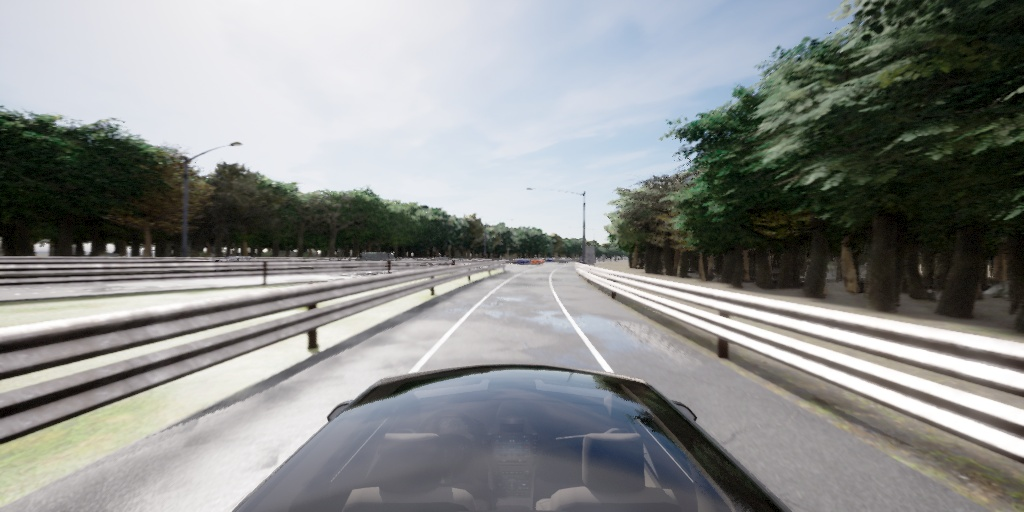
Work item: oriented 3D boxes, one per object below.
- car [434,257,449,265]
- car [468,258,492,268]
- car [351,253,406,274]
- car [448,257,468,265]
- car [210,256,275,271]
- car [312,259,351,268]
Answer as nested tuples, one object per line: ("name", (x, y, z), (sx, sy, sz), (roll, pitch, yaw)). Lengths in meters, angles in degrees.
("car", (-11.248, 0.912, 60.709), (2.097, 1.767, 4.553), (1, 0, 22))
("car", (-4.725, 1.130, 58.181), (1.882, 1.535, 5.008), (1, 0, 22))
("car", (-13.340, 0.699, 36.890), (2.150, 2.045, 5.566), (1, 0, 22))
("car", (-7.988, 1.089, 59.445), (1.882, 1.535, 5.008), (1, 0, 22))
("car", (-23.220, 0.795, 31.146), (2.128, 1.511, 4.902), (1, -1, 22))
("car", (-17.354, 0.972, 36.312), (2.033, 1.411, 5.357), (1, 0, 22))
